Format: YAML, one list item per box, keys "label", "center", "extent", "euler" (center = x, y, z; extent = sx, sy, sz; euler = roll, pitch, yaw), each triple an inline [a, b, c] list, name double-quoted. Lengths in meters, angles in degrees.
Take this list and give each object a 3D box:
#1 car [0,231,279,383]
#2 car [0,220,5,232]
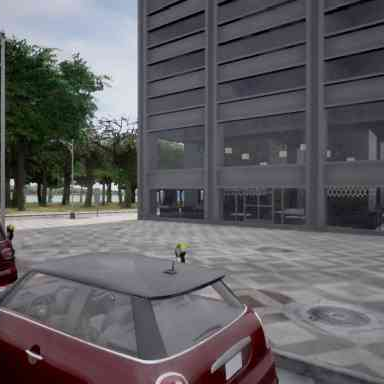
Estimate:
- label: "car"
  center: [-1.237, 1.440, 3.842]
  extent: [4.097, 1.590, 1.967]
  euler: [0, 0, 35]
- label: "car"
  center: [-5.666, 1.315, 6.997]
  extent: [5.009, 1.841, 2.192]
  euler: [0, 0, 35]
